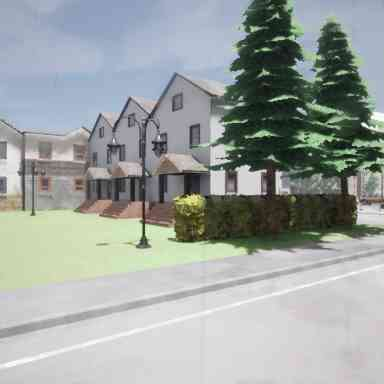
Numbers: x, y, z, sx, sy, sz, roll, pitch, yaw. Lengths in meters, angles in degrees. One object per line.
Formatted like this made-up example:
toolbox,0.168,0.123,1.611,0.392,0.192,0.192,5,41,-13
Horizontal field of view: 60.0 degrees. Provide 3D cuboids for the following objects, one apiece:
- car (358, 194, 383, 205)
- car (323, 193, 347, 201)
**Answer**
car,27.232,1.090,49.238,1.932,1.855,4.605,0,0,-36
car,32.105,1.087,74.691,1.932,1.855,4.605,0,0,-36
